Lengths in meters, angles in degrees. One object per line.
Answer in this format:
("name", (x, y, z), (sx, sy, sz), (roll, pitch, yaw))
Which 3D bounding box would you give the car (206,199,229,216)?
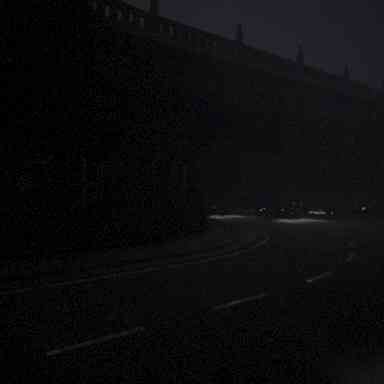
("car", (1.659, 1.379, 31.358), (1.812, 1.442, 4.674), (0, 0, -26))

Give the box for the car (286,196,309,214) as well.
("car", (9.108, 1.156, 32.145), (2.097, 1.767, 4.553), (-1, 0, -22))

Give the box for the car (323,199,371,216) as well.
("car", (13.737, 1.350, 29.747), (1.994, 1.385, 4.181), (0, 0, -18))

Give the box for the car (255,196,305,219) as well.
("car", (6.903, 1.363, 27.623), (1.812, 1.442, 4.674), (0, 0, -19))
